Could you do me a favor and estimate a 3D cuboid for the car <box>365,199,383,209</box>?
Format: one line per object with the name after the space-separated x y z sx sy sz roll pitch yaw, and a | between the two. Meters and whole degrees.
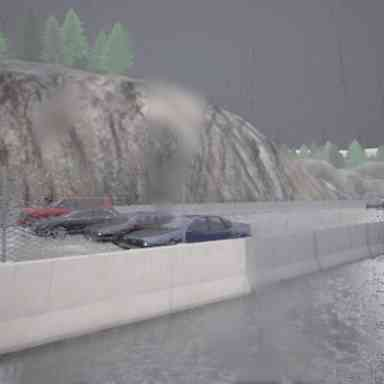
27.044 1.777 48.462 4.892 1.490 1.837 0 0 -40 | car

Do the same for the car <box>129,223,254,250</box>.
0.056 1.597 12.875 5.357 1.411 2.033 0 0 -38 | car
